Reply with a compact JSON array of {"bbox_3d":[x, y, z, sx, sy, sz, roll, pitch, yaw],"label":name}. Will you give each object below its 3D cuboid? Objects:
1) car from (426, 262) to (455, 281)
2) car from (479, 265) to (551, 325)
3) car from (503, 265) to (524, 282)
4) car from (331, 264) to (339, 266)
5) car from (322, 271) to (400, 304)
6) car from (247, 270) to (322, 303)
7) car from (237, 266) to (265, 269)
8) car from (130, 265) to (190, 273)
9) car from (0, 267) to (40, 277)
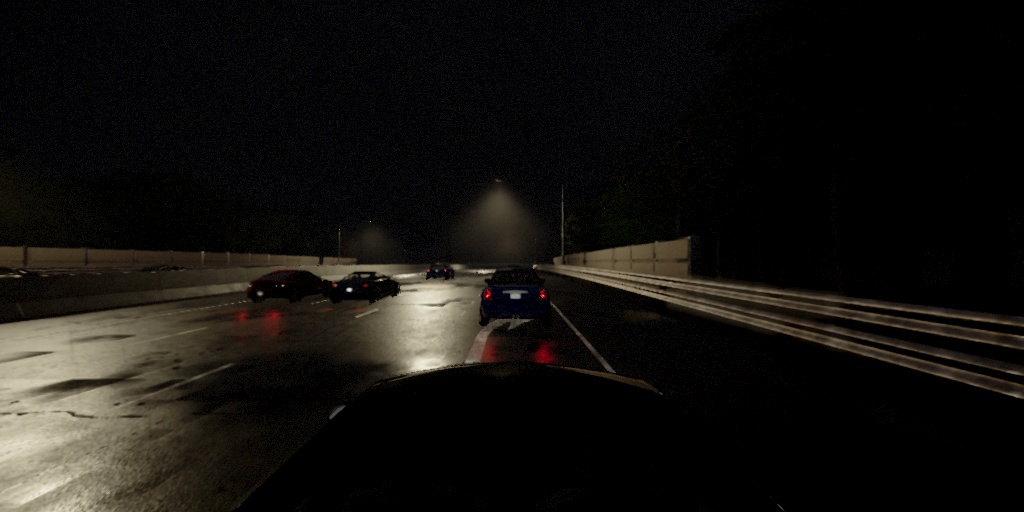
[{"bbox_3d":[-6.906,1.430,35.082,2.097,1.767,4.553,0,-1,0],"label":"car"},{"bbox_3d":[0.098,1.170,12.269,2.097,1.767,4.553,0,0,0],"label":"car"},{"bbox_3d":[0.107,1.577,33.459,1.812,1.442,4.674,0,-1,0],"label":"car"},{"bbox_3d":[-24.581,1.896,46.532,1.895,1.301,4.718,0,-1,0],"label":"car"},{"bbox_3d":[-6.903,1.421,17.219,1.994,1.385,4.181,0,0,0],"label":"car"},{"bbox_3d":[-10.390,1.382,17.121,1.812,1.442,4.674,0,0,0],"label":"car"},{"bbox_3d":[-21.100,1.512,28.745,1.812,1.442,4.674,0,-1,0],"label":"car"},{"bbox_3d":[-28.098,1.490,28.561,1.837,1.490,4.892,0,-1,0],"label":"car"},{"bbox_3d":[-31.601,1.404,21.262,1.837,1.490,4.892,0,-1,0],"label":"car"}]
